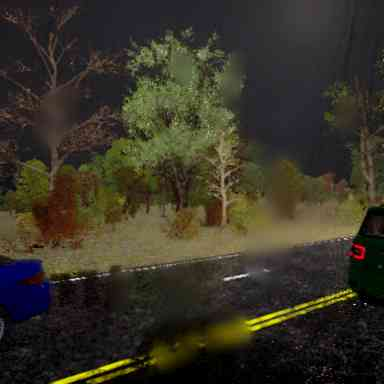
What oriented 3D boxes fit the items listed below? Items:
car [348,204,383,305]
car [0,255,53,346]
[{"bbox_3d":[5.415,1.220,6.927,5.566,2.045,2.150,0,0,-38],"label":"car"},{"bbox_3d":[-4.433,1.578,4.528,4.674,1.442,1.812,-2,-1,-35],"label":"car"}]
